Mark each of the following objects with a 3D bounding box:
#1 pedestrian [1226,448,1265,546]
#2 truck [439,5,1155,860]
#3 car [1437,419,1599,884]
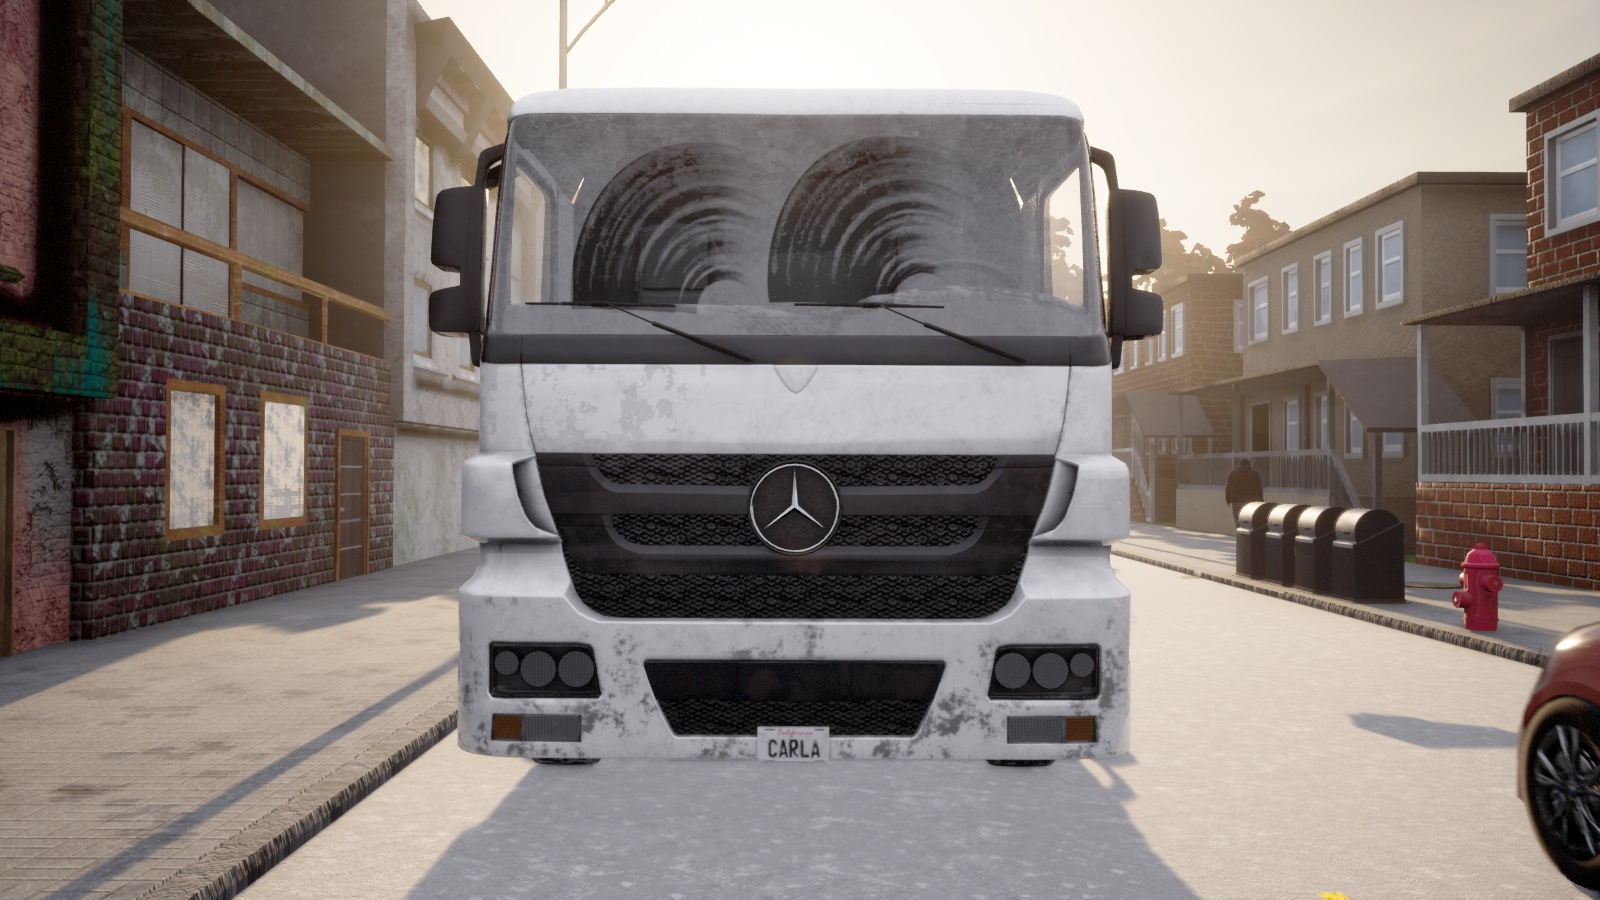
[{"bbox_3d":[8.591,0.896,24.218,0.634,1.844,0.899,0,-1,16],"label":"pedestrian"},{"bbox_3d":[-0.025,-0.015,9.072,2.891,3.462,7.936,0,-1,0],"label":"truck"},{"bbox_3d":[3.991,0.699,3.325,2.242,1.667,4.611,0,-1,0],"label":"car"}]
